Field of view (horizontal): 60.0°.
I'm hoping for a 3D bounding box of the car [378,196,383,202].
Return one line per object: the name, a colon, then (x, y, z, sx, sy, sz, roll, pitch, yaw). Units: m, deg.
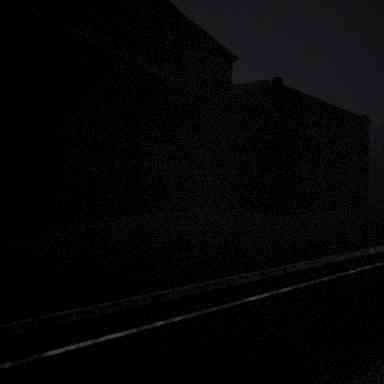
car: (32.168, 1.062, 53.188, 1.895, 1.301, 4.718, 1, 1, -5)
